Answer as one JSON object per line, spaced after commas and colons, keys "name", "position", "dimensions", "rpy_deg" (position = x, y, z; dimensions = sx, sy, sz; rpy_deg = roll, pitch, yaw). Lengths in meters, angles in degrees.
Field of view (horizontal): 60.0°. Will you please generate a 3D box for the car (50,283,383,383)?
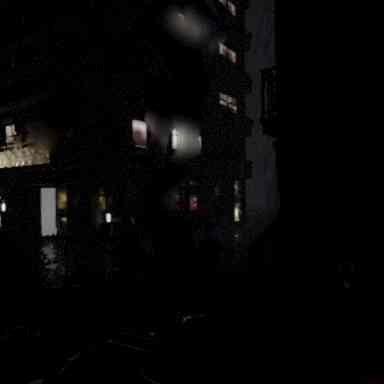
{"name": "car", "position": [0.732, 1.440, 2.364], "dimensions": [4.097, 1.590, 1.967], "rpy_deg": [0, -1, 36]}
